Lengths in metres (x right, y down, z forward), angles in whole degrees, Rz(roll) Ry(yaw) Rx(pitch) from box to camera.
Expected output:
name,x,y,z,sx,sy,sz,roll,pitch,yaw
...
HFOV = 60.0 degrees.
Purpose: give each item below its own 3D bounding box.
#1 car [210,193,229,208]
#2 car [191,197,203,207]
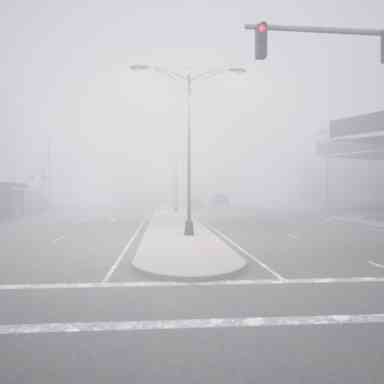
name,x,y,z,sx,sy,sz,roll,pitch,yaw
car,4.103,1.217,49.523,2.150,2.045,5.566,0,0,-5
car,0.511,1.473,50.001,1.882,1.535,5.008,0,0,-4
